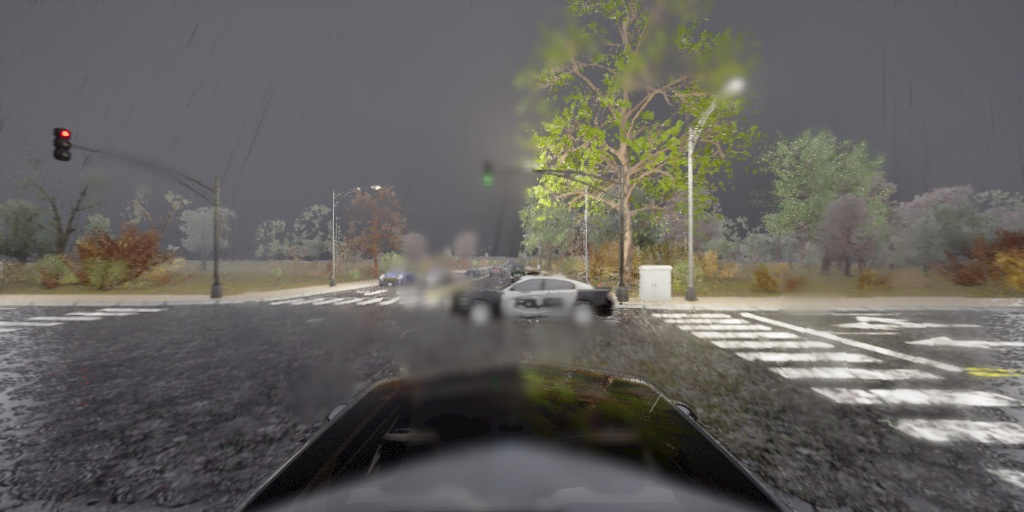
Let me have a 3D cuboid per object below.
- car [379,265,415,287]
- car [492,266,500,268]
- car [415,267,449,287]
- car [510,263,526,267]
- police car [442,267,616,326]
[{"bbox_3d":[-9.454,1.665,30.227,2.097,1.767,4.553,0,-1,2],"label":"car"},{"bbox_3d":[-2.288,2.312,54.054,2.128,1.511,4.902,0,-1,1],"label":"car"},{"bbox_3d":[-6.203,1.802,30.254,2.128,1.511,4.902,0,-1,2],"label":"car"},{"bbox_3d":[0.961,2.038,54.012,2.150,2.045,5.566,0,-1,1],"label":"car"},{"bbox_3d":[0.644,1.294,11.637,5.238,1.638,1.930,-1,-1,5],"label":"police car"}]
